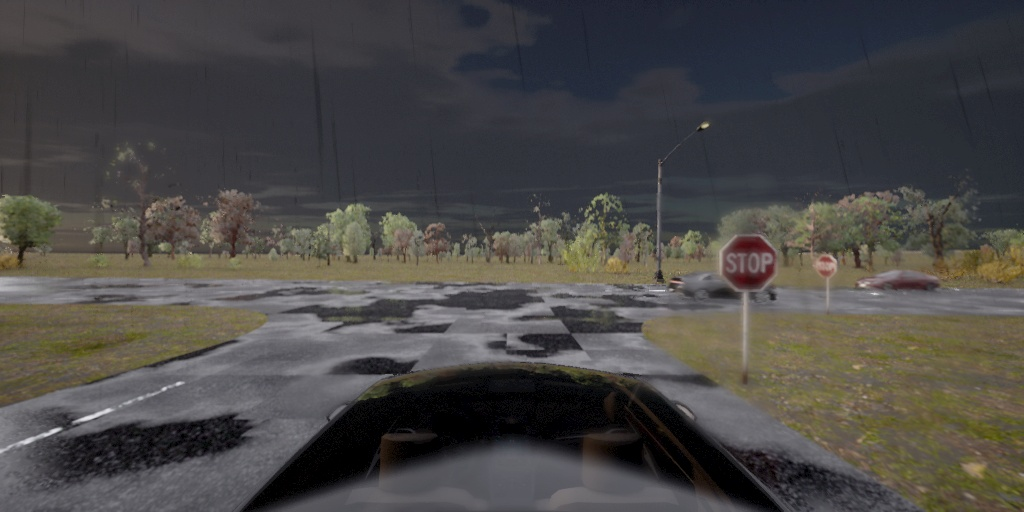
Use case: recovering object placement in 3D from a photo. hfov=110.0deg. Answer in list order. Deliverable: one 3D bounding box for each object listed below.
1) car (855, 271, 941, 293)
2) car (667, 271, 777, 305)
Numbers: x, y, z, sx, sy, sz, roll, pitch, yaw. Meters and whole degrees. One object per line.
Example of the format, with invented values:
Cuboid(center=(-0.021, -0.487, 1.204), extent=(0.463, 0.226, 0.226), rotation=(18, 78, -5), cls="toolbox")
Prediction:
Cuboid(center=(26.395, 1.746, 24.555), extent=(4.674, 1.442, 1.812), rotation=(0, 0, 0), cls="car")
Cuboid(center=(10.280, 1.514, 17.655), extent=(4.902, 1.511, 2.128), rotation=(1, 0, 0), cls="car")
